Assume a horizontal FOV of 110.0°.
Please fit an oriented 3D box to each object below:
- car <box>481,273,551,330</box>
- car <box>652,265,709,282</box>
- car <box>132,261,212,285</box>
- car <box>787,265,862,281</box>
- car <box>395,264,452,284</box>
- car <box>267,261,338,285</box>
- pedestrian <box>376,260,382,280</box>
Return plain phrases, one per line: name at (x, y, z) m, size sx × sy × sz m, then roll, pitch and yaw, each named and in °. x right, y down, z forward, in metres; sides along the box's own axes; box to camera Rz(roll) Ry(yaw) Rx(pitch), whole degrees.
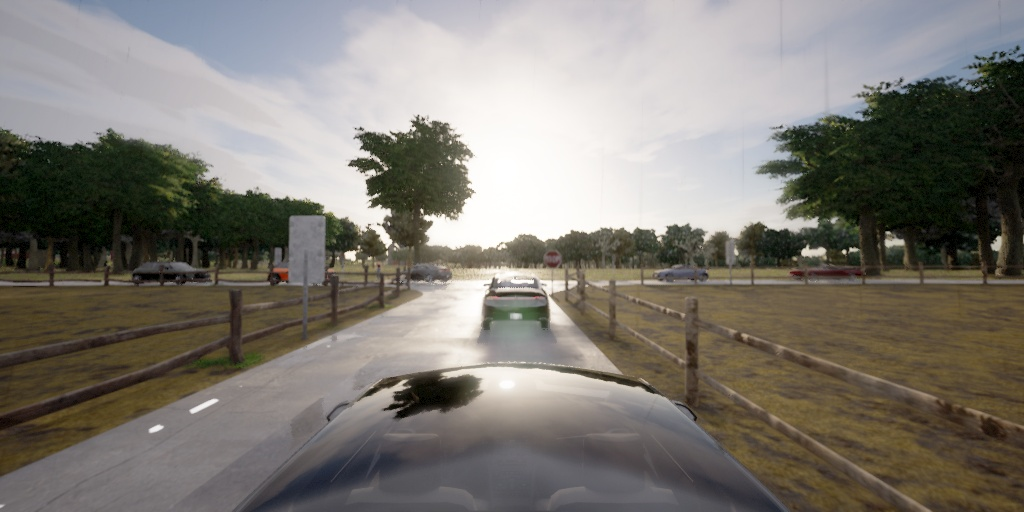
car at (0.104, 1.279, 11.254) m, size 2.128 × 1.511 × 4.902 m, roll 0°, pitch 0°, yaw 0°
car at (13.802, 1.404, 29.485) m, size 4.181 × 1.385 × 1.994 m, roll 0°, pitch -2°, yaw 0°
car at (-25.098, 1.196, 26.606) m, size 4.553 × 1.767 × 2.097 m, roll 0°, pitch -2°, yaw 0°
car at (25.446, 1.380, 29.258) m, size 4.718 × 1.301 × 1.895 m, roll 0°, pitch -2°, yaw 3°
car at (-7.054, 1.378, 28.322) m, size 4.902 × 1.511 × 2.128 m, roll -1°, pitch -2°, yaw 27°
car at (-15.374, 1.198, 26.604) m, size 4.553 × 1.767 × 2.097 m, roll 0°, pitch -2°, yaw 0°
pedestrian at (-12.110, 1.281, 32.578) m, size 0.375 × 1.860 × 0.375 m, roll 0°, pitch -2°, yaw 0°
